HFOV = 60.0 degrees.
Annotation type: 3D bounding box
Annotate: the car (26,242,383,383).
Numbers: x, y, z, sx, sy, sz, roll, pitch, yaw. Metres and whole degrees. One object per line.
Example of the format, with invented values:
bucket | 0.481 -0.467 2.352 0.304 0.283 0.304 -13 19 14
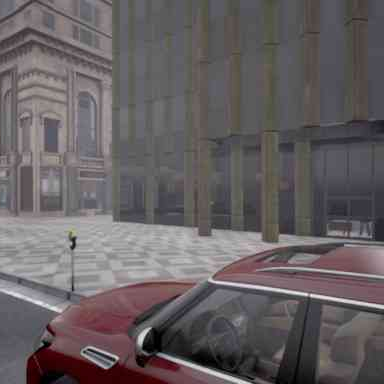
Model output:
car | 0.928 1.315 2.311 5.009 1.841 2.192 0 0 36
